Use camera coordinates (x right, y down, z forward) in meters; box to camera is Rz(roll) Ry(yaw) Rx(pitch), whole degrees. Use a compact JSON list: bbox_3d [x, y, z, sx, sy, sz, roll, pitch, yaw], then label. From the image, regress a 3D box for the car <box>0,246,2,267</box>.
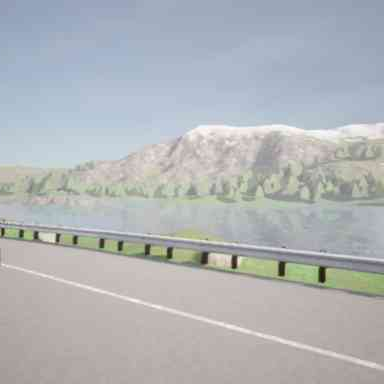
[{"bbox_3d":[-7.151,1.527,9.204,4.892,1.490,1.837,0,0,35],"label":"car"}]
